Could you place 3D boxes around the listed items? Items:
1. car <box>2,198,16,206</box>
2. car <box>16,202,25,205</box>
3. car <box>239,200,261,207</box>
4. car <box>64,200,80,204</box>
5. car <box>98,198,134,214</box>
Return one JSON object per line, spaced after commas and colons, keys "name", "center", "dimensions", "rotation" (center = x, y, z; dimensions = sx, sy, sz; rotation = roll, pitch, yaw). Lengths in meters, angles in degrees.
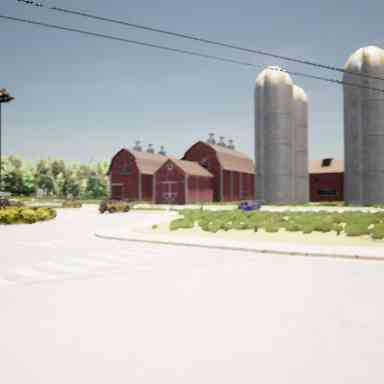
{"name": "car", "center": [-29.722, 1.990, 50.215], "dimensions": [5.566, 2.045, 2.150], "rotation": [0, -1, 30]}
{"name": "car", "center": [-29.710, 2.345, 55.934], "dimensions": [1.784, 1.438, 3.905], "rotation": [-1, -1, 31]}
{"name": "car", "center": [8.503, 2.021, 48.720], "dimensions": [2.242, 1.667, 4.611], "rotation": [-1, -1, 31]}
{"name": "car", "center": [-24.126, 2.415, 67.586], "dimensions": [1.816, 1.474, 4.193], "rotation": [-1, -1, 31]}
{"name": "car", "center": [-10.331, 1.914, 44.547], "dimensions": [1.932, 1.855, 4.605], "rotation": [-1, -1, 31]}
